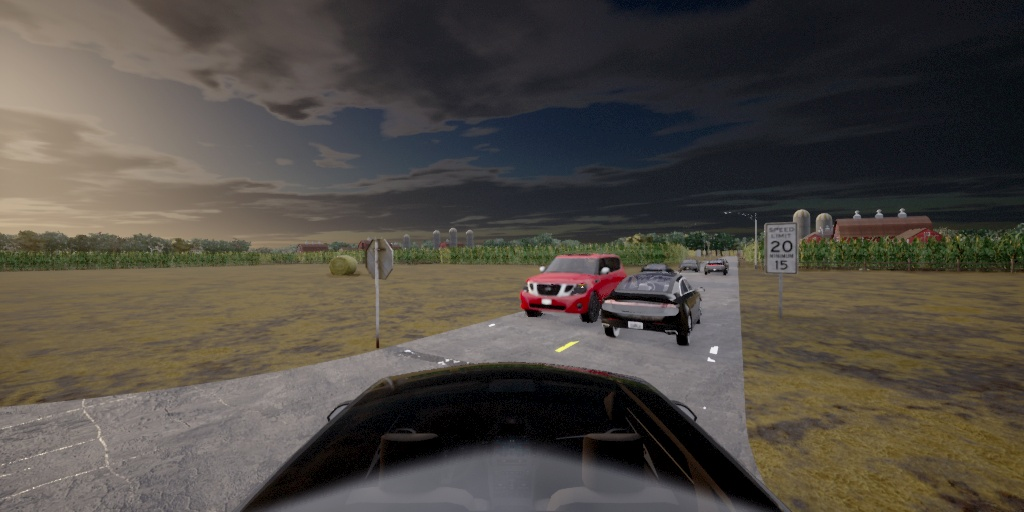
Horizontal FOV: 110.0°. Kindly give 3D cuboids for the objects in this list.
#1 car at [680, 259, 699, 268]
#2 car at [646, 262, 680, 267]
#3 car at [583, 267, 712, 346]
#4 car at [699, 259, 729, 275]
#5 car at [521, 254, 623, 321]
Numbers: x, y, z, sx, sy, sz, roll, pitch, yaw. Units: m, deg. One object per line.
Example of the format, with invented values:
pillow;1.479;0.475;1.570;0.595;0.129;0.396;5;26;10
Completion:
car;20.186;1.086;40.659;1.837;1.490;4.892;0;0;32
car;9.877;1.214;24.427;1.994;1.385;4.181;0;0;32
car;3.852;1.212;9.488;2.128;1.511;4.902;0;0;32
car;20.325;1.076;35.627;2.128;1.511;4.902;0;0;33
car;2.423;0.931;12.529;2.150;2.045;5.566;0;0;32
